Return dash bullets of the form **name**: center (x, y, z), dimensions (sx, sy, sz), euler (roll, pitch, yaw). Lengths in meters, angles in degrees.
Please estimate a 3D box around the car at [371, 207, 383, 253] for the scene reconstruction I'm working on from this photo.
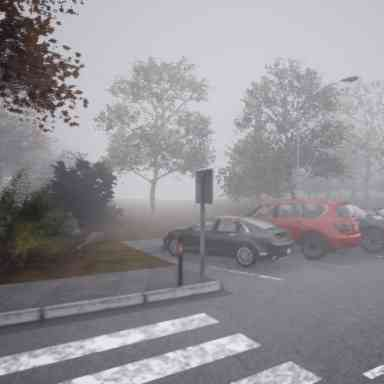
- **car**: center (6.267, 1.373, 14.720), dimensions (5.566, 2.045, 2.435), euler (-1, -2, 40)

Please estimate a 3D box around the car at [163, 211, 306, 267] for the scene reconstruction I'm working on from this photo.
- **car**: center (1.108, 1.568, 11.725), dimensions (4.892, 1.521, 2.231), euler (-1, -1, 39)

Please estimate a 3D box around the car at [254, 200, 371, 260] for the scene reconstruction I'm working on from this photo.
- **car**: center (3.646, 1.345, 13.254), dimensions (5.566, 2.045, 2.435), euler (-1, -1, 40)
